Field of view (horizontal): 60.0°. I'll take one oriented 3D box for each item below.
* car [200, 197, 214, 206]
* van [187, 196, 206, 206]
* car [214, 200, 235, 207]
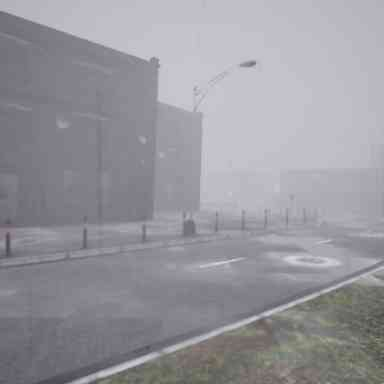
[{"bbox_3d":[3.439,2.287,75.150,2.185,1.767,4.553,1,-1,40],"label":"car"},{"bbox_3d":[1.114,2.122,76.898,1.878,1.987,4.442,2,-1,40],"label":"van"},{"bbox_3d":[7.570,2.543,71.624,2.163,1.488,4.792,1,-1,40],"label":"car"}]
